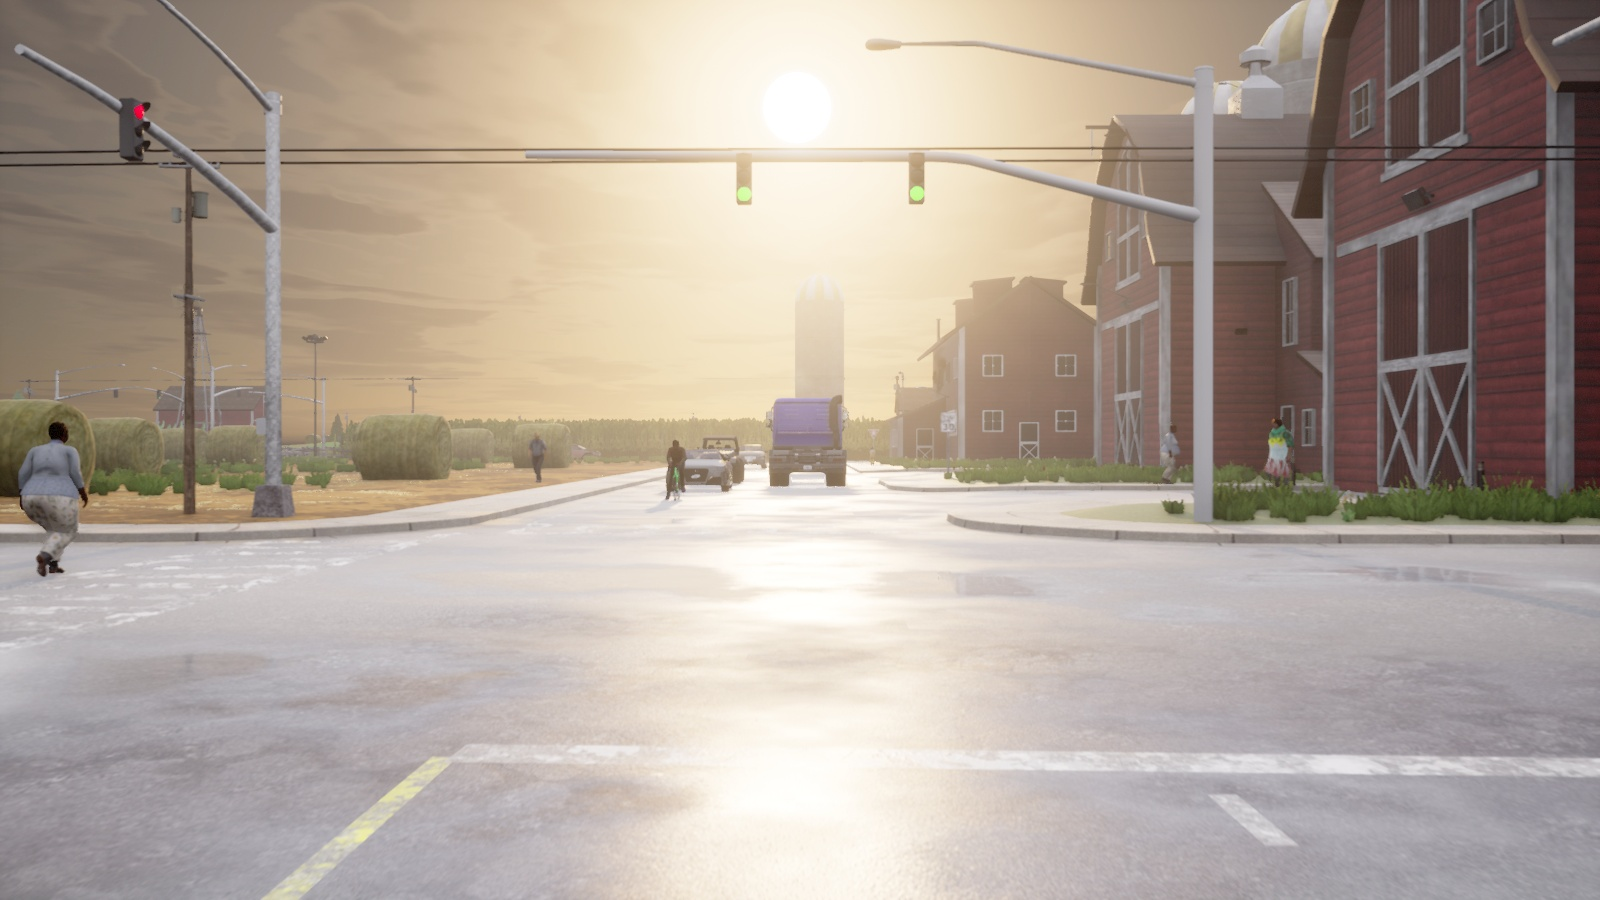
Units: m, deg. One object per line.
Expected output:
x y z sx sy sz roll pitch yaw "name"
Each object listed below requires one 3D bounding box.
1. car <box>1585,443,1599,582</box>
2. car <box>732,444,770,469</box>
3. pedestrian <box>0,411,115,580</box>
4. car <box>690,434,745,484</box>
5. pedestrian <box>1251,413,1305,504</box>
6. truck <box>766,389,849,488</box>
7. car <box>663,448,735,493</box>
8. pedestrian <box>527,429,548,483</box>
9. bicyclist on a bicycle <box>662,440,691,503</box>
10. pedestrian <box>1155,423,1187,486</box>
11.090 0.686 12.722 4.902 1.511 2.128 0 0 2 "car"
-3.041 0.373 78.794 2.128 1.511 4.902 0 0 0 "car"
-8.485 0.494 14.273 0.874 1.855 0.900 0 0 3 "pedestrian"
-3.207 0.335 49.420 1.905 1.878 3.866 0 0 0 "car"
10.493 0.180 27.563 0.873 1.952 0.659 0 0 -19 "pedestrian"
0.286 -0.434 47.892 2.891 3.462 7.936 0 0 0 "truck"
-3.253 0.637 41.234 1.994 1.385 4.181 0 0 0 "car"
-9.028 0.203 43.174 0.540 1.848 0.694 0 0 3 "pedestrian"
-3.297 0.549 33.546 0.582 1.620 1.656 -1 0 0 "bicyclist on a bicycle"
11.125 0.141 37.671 0.900 1.855 0.874 0 0 17 "pedestrian"
